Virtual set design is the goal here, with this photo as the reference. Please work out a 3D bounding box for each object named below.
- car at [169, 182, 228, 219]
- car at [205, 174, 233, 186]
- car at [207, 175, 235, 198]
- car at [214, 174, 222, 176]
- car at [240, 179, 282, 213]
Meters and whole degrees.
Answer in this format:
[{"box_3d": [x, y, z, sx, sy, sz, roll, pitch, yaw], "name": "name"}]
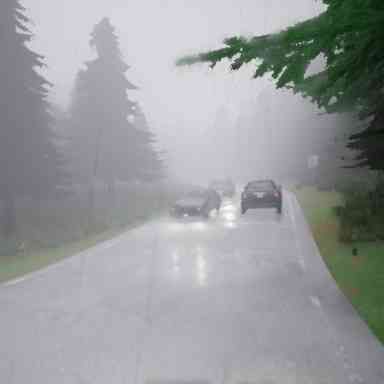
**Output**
[{"box_3d": [0.372, 0.520, 18.464, 2.033, 1.411, 5.357, -3, 4, 16], "name": "car"}, {"box_3d": [3.880, -1.823, 48.667, 1.882, 1.535, 5.008, -3, 4, -25], "name": "car"}, {"box_3d": [2.604, -0.330, 28.094, 2.128, 1.511, 4.902, -3, 4, 11], "name": "car"}, {"box_3d": [3.062, -1.159, 38.893, 1.882, 1.535, 5.008, -3, 4, -8], "name": "car"}, {"box_3d": [3.977, 0.046, 18.834, 2.097, 1.767, 4.553, -3, 4, 15], "name": "car"}]
